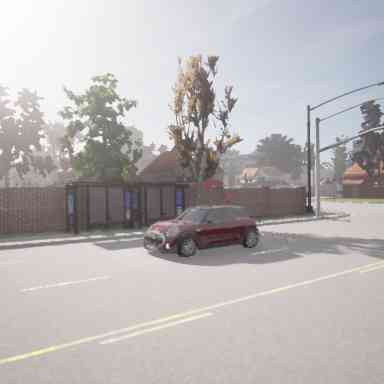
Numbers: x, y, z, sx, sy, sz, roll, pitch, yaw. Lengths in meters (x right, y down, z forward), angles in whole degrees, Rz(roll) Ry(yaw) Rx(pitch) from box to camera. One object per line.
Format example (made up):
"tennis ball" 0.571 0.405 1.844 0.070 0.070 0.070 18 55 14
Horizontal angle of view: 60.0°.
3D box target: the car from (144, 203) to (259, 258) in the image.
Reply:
"car" 0.430 1.331 12.882 4.553 1.767 2.097 0 0 -35
